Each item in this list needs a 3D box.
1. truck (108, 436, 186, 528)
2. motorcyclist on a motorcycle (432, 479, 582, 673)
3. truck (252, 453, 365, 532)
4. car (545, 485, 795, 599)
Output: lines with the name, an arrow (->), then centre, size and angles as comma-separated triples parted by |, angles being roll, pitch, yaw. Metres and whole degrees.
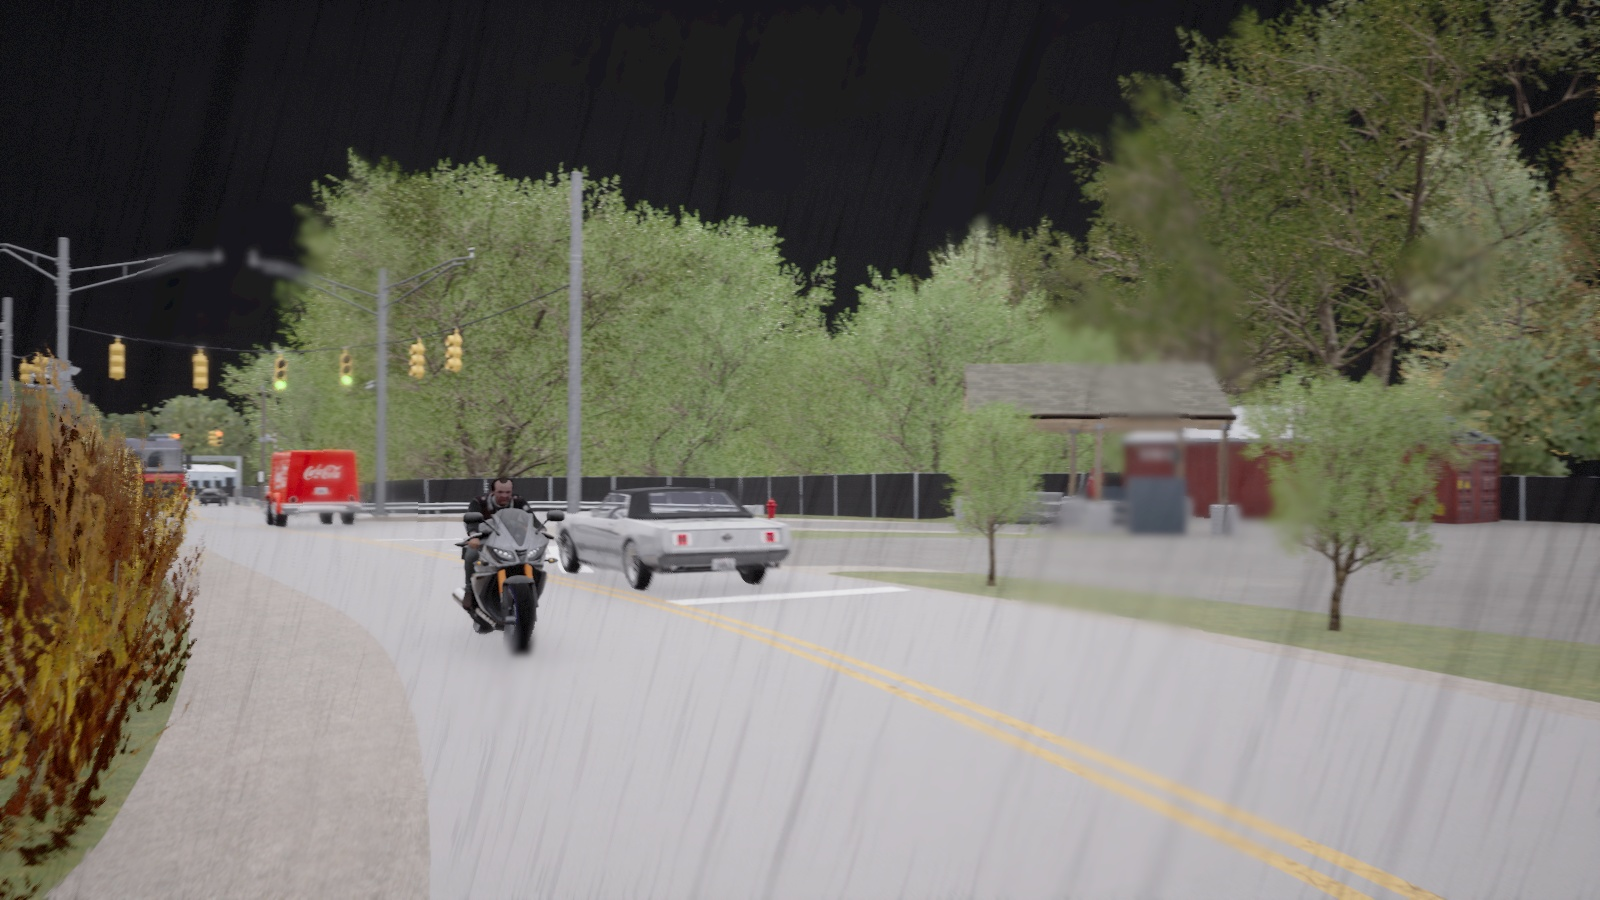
truck -> -29.656, 1.485, 56.996 | 2.891, 3.827, 8.468 | -1, -2, -28
motorcyclist on a motorcycle -> -2.673, 1.042, 11.262 | 0.866, 1.530, 2.191 | 0, -1, -25
truck -> -16.590, 1.449, 42.193 | 2.627, 2.467, 5.204 | 1, -2, -32
car -> -2.001, 1.186, 17.745 | 1.895, 1.301, 4.718 | 0, -1, -28
